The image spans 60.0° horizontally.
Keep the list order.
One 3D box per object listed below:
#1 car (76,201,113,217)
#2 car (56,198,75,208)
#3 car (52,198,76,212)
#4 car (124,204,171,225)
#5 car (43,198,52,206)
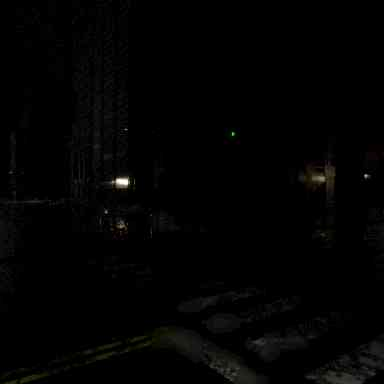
[{"bbox_3d":[-9.339,1.619,32.705,2.128,1.511,4.902,1,-1,-36],"label":"car"},{"bbox_3d":[-20.708,1.790,54.249,1.812,1.442,4.674,1,-1,-35],"label":"car"},{"bbox_3d":[-15.490,1.724,41.394,2.033,1.411,5.357,1,-1,-34],"label":"car"},{"bbox_3d":[-3.390,1.607,24.340,1.812,1.442,4.674,1,-1,-37],"label":"car"},{"bbox_3d":[-26.507,1.802,62.419,2.128,1.511,4.902,1,-1,-36],"label":"car"}]
